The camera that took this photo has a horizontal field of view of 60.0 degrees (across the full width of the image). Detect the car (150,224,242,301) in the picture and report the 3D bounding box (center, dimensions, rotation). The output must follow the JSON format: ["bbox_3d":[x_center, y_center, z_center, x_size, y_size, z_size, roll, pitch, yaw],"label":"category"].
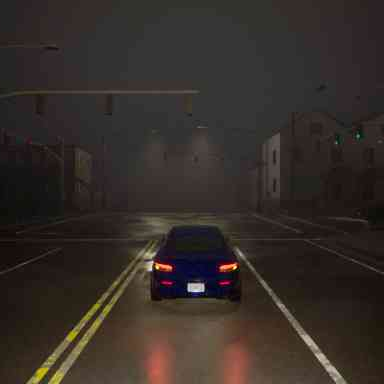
[{"bbox_3d":[0.089,1.526,8.184,1.812,1.442,4.674,0,0,0],"label":"car"}]

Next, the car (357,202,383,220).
[{"bbox_3d":[16.378,1.526,27.930,4.674,1.442,1.812,0,0,-1],"label":"car"}]
